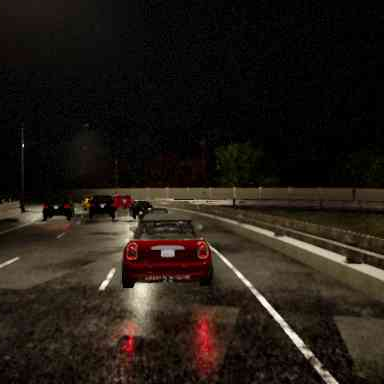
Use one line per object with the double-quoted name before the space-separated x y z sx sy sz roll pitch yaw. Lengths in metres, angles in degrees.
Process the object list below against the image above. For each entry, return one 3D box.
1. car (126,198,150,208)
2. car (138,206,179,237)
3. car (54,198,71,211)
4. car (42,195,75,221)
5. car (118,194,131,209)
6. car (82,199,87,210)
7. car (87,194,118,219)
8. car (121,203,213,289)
"car" -4.580 1.561 30.119 1.837 1.490 4.892 0 0 -16
"car" -2.047 1.597 19.021 1.994 1.385 4.181 0 0 -11
"car" -16.730 1.601 42.897 1.837 1.490 4.892 0 0 -24
"car" -11.344 1.287 28.506 2.150 2.045 5.566 0 0 -16
"car" -9.320 1.307 43.474 2.150 2.045 5.566 0 0 -22
"car" -13.397 1.569 44.014 1.882 1.535 5.008 0 0 -24
"car" -8.320 1.285 30.618 2.150 2.045 5.566 0 0 -17
"car" -0.726 1.371 9.473 2.097 1.767 4.553 0 0 -5
